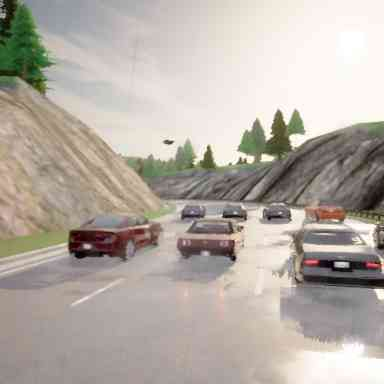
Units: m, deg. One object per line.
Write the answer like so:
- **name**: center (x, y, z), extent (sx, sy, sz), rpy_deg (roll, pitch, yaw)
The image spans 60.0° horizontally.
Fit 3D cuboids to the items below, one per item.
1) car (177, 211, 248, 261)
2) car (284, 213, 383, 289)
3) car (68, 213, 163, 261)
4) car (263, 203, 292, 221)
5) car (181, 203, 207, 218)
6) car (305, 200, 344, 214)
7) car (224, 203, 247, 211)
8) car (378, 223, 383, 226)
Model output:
- **car**: center (0.957, 1.635, 12.550), extent (1.895, 1.301, 4.718), rpy_deg (0, 0, 14)
- **car**: center (3.770, 1.566, 9.367), extent (2.033, 1.411, 5.357), rpy_deg (0, 0, 15)
- **car**: center (-2.623, 1.520, 12.657), extent (1.882, 1.535, 5.008), rpy_deg (0, 0, 14)
- **car**: center (7.185, 1.627, 28.213), extent (1.994, 1.385, 4.181), rpy_deg (0, 0, 6)
- **car**: center (0.258, 1.646, 29.173), extent (1.994, 1.385, 4.181), rpy_deg (0, 0, 6)
- **car**: center (10.512, 1.402, 26.630), extent (2.097, 1.767, 4.553), rpy_deg (0, 0, 7)
- **car**: center (3.702, 1.636, 28.472), extent (1.994, 1.385, 4.181), rpy_deg (0, 0, 7)
- **car**: center (7.921, 1.520, 11.659), extent (1.837, 1.490, 4.892), rpy_deg (0, 0, 13)
